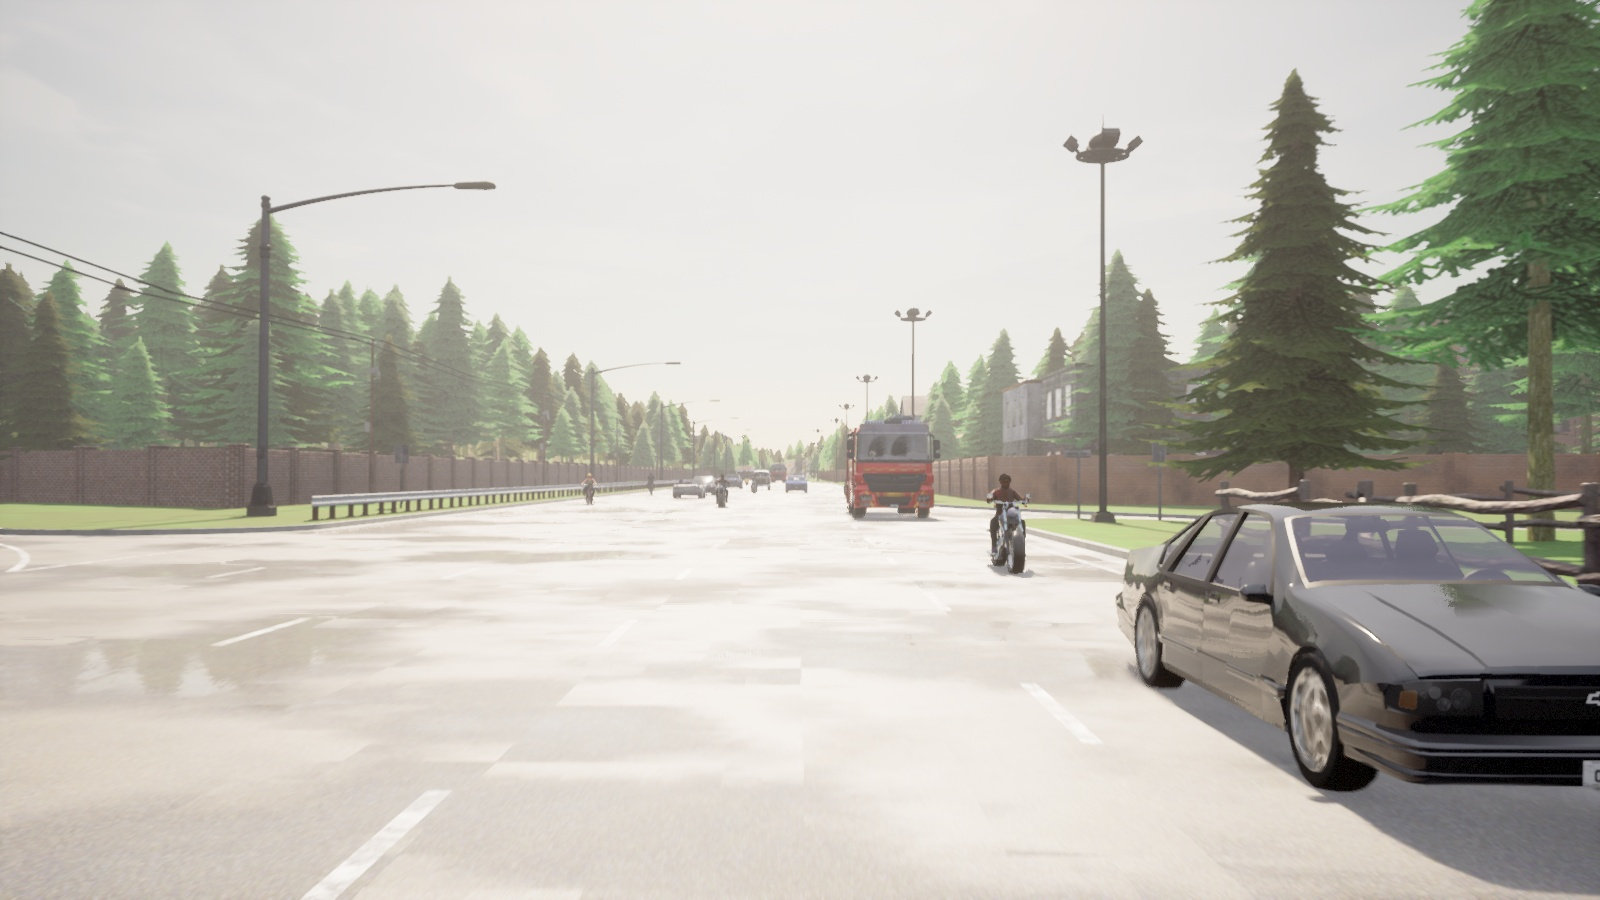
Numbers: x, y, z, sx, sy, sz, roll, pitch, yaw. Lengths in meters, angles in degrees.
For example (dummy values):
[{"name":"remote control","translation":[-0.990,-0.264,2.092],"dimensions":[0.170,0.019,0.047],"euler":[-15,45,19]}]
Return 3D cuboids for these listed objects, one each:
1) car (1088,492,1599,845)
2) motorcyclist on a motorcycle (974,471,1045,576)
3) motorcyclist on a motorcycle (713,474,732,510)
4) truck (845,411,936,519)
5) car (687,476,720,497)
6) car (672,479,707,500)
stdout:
[{"name":"car","translation":[3.480,1.013,8.005],"dimensions":[2.033,1.411,5.357],"euler":[0,-1,0]},{"name":"motorcyclist on a motorcycle","translation":[3.447,1.171,20.827],"dimensions":[0.766,1.649,2.350],"euler":[0,-1,0]},{"name":"motorcyclist on a motorcycle","translation":[-3.650,1.963,59.249],"dimensions":[0.766,1.649,2.350],"euler":[0,-1,0]},{"name":"truck","translation":[3.371,0.610,48.691],"dimensions":[2.891,3.827,8.468],"euler":[0,-1,0]},{"name":"car","translation":[-7.239,2.736,94.892],"dimensions":[2.163,1.488,4.792],"euler":[0,-1,0]},{"name":"car","translation":[-7.207,2.587,82.333],"dimensions":[1.895,1.301,4.718],"euler":[0,-1,0]}]
